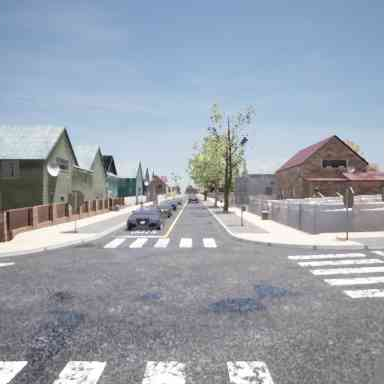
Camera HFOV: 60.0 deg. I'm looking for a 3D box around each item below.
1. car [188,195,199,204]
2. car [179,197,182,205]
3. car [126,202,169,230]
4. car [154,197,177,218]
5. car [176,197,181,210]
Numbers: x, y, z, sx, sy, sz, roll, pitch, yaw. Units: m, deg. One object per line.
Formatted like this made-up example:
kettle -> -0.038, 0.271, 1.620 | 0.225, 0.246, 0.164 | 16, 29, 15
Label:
car -> 0.292, 1.370, 65.442 | 2.097, 1.767, 4.553 | 0, 0, 1
car -> -2.594, 1.566, 55.735 | 2.033, 1.411, 5.357 | 0, 0, 0
car -> -2.805, 1.575, 21.101 | 1.994, 1.385, 4.181 | 0, 0, 1
car -> -2.755, 1.506, 30.281 | 2.128, 1.511, 4.902 | 0, 0, 0
car -> -2.721, 1.618, 40.134 | 1.895, 1.301, 4.718 | 0, 0, 0
